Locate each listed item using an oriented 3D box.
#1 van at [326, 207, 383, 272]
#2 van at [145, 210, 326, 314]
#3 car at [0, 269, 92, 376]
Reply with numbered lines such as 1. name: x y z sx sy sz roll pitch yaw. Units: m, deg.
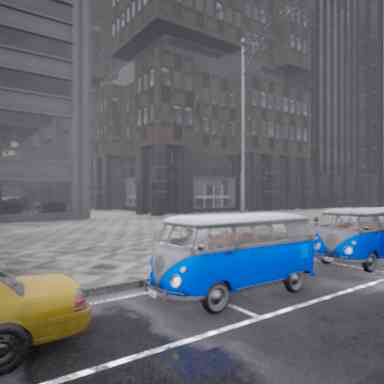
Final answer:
1. van: 5.580 1.388 10.635 3.998 1.788 1.690 0 0 -36
2. van: 0.988 1.363 7.359 3.998 1.788 1.690 0 0 -36
3. car: -3.742 1.522 3.983 4.829 1.417 1.752 0 0 -36
